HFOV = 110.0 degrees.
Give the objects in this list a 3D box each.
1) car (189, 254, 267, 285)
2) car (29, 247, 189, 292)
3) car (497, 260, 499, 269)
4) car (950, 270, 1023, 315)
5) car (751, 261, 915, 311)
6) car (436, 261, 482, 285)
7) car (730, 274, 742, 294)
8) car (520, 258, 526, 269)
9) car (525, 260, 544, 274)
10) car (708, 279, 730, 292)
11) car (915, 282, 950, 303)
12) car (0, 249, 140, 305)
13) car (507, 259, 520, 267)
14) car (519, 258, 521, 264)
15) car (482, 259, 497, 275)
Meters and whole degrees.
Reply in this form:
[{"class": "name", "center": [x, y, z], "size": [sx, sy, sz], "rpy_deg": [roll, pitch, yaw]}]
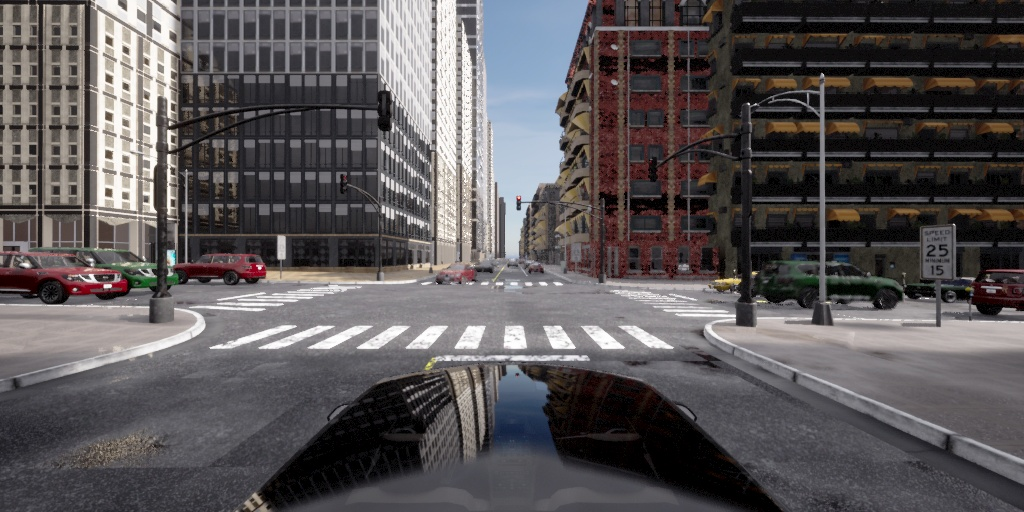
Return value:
[{"class": "car", "center": [-17.696, 0.776, 21.686], "size": [5.009, 1.841, 2.192], "rpy_deg": [0, 0, 0]}, {"class": "car", "center": [-18.240, 0.658, 15.895], "size": [5.566, 2.045, 2.150], "rpy_deg": [1, 0, 0]}, {"class": "car", "center": [-3.040, 1.274, 57.813], "size": [1.837, 1.490, 4.892], "rpy_deg": [0, 0, 0]}, {"class": "car", "center": [20.607, 1.461, 13.646], "size": [5.009, 1.841, 2.192], "rpy_deg": [0, 0, 0]}, {"class": "car", "center": [13.989, 1.255, 16.049], "size": [5.566, 2.045, 2.150], "rpy_deg": [1, 0, -2]}, {"class": "car", "center": [-3.846, 1.262, 25.894], "size": [1.812, 1.442, 4.674], "rpy_deg": [0, 0, 11]}, {"class": "car", "center": [14.926, 1.562, 19.328], "size": [4.892, 1.490, 1.837], "rpy_deg": [1, 0, 2]}, {"class": "car", "center": [2.728, 1.317, 54.569], "size": [2.007, 1.370, 4.403], "rpy_deg": [0, 0, 0]}, {"class": "car", "center": [2.769, 1.341, 41.651], "size": [1.802, 1.307, 4.207], "rpy_deg": [0, 0, 0]}, {"class": "car", "center": [14.645, 1.587, 21.946], "size": [4.829, 1.417, 1.751], "rpy_deg": [0, 0, 0]}, {"class": "car", "center": [24.217, 1.827, 19.432], "size": [4.718, 1.301, 1.895], "rpy_deg": [1, 0, -1]}, {"class": "car", "center": [-17.567, 0.757, 13.307], "size": [5.009, 1.841, 2.192], "rpy_deg": [0, 0, 0]}, {"class": "car", "center": [0.139, 1.338, 65.052], "size": [1.994, 1.385, 4.181], "rpy_deg": [0, 0, 1]}, {"class": "car", "center": [2.732, 1.321, 60.217], "size": [2.007, 1.370, 4.403], "rpy_deg": [0, 0, 0]}, {"class": "car", "center": [-3.072, 1.236, 40.331], "size": [1.882, 1.535, 5.008], "rpy_deg": [0, 0, 0]}]
